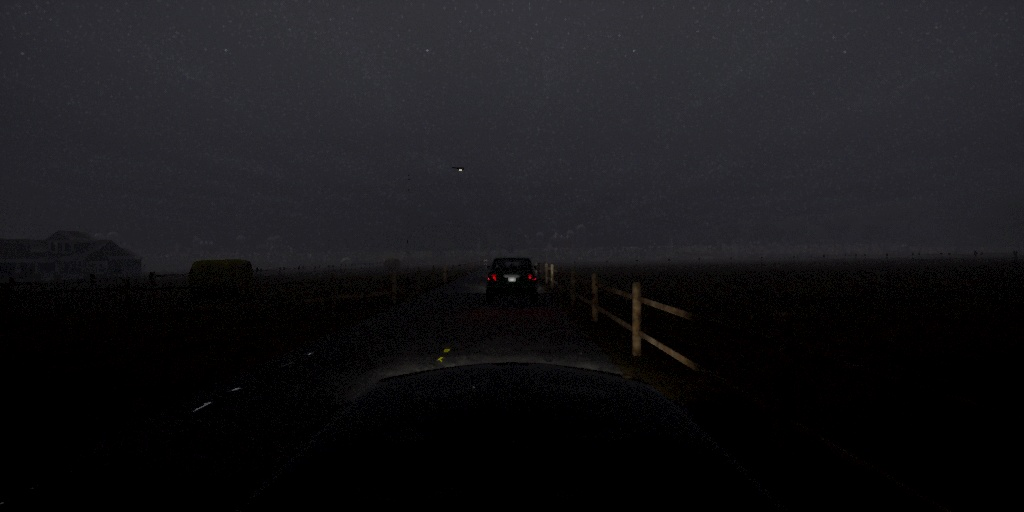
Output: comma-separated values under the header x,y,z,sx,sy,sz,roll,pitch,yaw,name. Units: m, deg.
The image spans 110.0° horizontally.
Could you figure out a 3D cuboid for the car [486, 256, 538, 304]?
x,y,z,sx,sy,sz,roll,pitch,yaw,name
0.000,1.008,16.530,2.150,2.045,5.566,0,0,0,car
